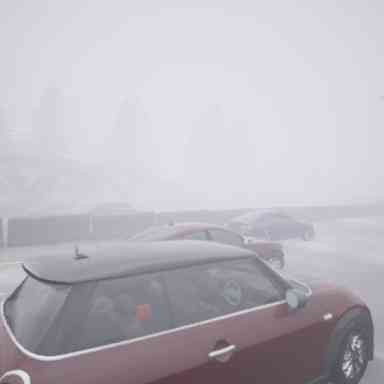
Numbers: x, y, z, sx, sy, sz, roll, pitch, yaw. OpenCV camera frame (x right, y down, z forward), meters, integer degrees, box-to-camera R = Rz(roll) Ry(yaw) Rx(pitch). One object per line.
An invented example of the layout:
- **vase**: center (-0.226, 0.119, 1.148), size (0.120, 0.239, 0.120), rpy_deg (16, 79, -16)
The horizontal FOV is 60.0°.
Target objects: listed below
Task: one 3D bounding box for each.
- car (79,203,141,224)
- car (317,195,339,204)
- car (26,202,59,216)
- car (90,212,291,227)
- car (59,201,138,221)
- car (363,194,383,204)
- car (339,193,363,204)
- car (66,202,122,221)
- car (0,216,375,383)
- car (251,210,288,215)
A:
- **car**: center (-6.200, 1.575, 25.359), size (4.181, 1.385, 1.994), rpy_deg (0, 0, -35)
- **car**: center (22.816, 1.234, 54.560), size (5.357, 1.411, 2.033), rpy_deg (-1, 1, -35)
- **car**: center (-11.889, 1.558, 29.901), size (5.357, 1.411, 2.033), rpy_deg (0, 0, -35)
- **car**: center (0.199, 1.486, 8.186), size (5.008, 1.535, 1.882), rpy_deg (0, 0, -35)
- **car**: center (-5.758, 1.363, 21.375), size (4.553, 1.767, 2.097), rpy_deg (0, 0, -35)
- **car**: center (28.096, 1.166, 49.747), size (4.892, 1.490, 1.837), rpy_deg (-2, 1, -35)
- **car**: center (25.850, 1.019, 52.440), size (4.553, 1.767, 2.097), rpy_deg (-1, 1, -35)
- **car**: center (-8.277, 1.575, 28.176), size (4.181, 1.385, 1.994), rpy_deg (0, 0, -35)
- **car**: center (0.114, 1.357, 3.831), size (4.553, 1.767, 2.097), rpy_deg (0, 0, -35)
- **car**: center (3.495, 1.534, 14.851), size (4.674, 1.442, 1.812), rpy_deg (0, 0, -36)
